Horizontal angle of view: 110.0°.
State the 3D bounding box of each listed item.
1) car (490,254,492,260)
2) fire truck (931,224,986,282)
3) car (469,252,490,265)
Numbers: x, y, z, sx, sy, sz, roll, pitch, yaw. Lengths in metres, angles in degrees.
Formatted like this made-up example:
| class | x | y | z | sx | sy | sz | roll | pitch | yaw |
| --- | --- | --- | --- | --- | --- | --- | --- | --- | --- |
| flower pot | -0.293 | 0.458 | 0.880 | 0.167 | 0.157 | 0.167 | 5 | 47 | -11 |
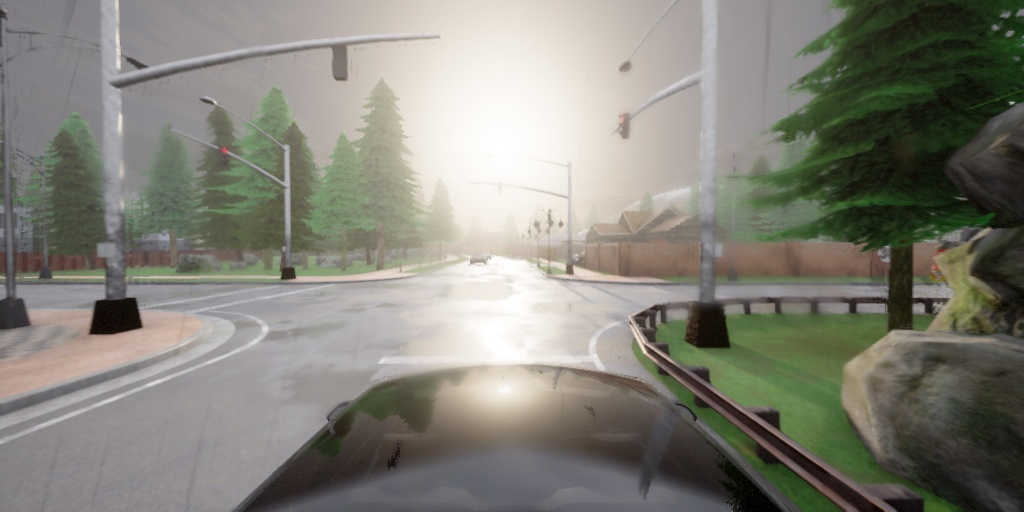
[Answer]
| class | x | y | z | sx | sy | sz | roll | pitch | yaw |
| --- | --- | --- | --- | --- | --- | --- | --- | --- | --- |
| car | -4.449 | -0.030 | 61.761 | 1.812 | 1.442 | 4.674 | 0 | 1 | -3 |
| fire truck | 25.271 | -0.242 | 16.669 | 8.468 | 3.827 | 2.891 | 0 | 1 | 1 |
| car | -4.119 | 0.373 | 44.598 | 1.994 | 1.385 | 4.181 | 0 | 1 | 0 |
